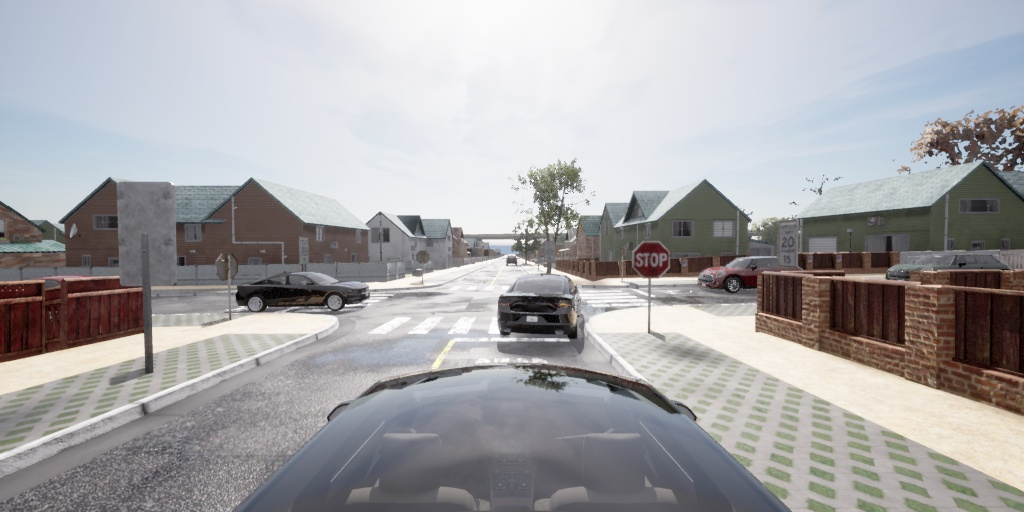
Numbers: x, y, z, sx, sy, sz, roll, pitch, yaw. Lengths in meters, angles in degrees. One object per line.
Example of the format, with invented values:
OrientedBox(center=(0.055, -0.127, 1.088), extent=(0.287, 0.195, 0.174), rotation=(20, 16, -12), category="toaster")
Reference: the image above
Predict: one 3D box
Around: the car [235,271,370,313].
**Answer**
OrientedBox(center=(-8.479, 1.376, 14.760), extent=(5.008, 1.535, 1.882), rotation=(-1, 2, 0), category="car")

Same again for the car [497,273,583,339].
OrientedBox(center=(0.951, 1.224, 10.241), extent=(1.882, 1.535, 5.008), rotation=(0, 0, 12), category="car")

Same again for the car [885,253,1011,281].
OrientedBox(center=(21.688, 0.646, 17.938), extent=(4.553, 1.767, 2.097), rotation=(-1, 2, 0), category="car")

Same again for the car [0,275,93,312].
OrientedBox(center=(-18.032, 1.546, 14.689), extent=(5.008, 1.535, 1.882), rotation=(-1, 2, 0), category="car")

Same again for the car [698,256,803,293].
OrientedBox(center=(11.794, 0.820, 17.859), extent=(4.553, 1.767, 2.097), rotation=(-1, 2, 0), category="car")
